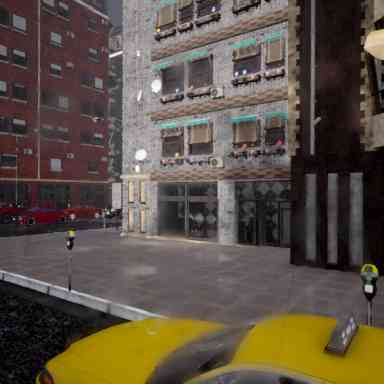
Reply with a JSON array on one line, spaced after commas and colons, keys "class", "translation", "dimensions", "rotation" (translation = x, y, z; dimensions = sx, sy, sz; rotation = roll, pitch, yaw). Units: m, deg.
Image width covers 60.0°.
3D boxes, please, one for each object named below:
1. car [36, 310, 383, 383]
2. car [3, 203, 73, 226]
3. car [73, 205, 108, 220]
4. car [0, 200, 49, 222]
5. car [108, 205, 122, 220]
[{"class": "car", "translation": [0.771, 1.525, 2.326], "dimensions": [4.829, 1.417, 1.752], "rotation": [0, 0, 36]}, {"class": "car", "translation": [-11.964, 1.851, 26.152], "dimensions": [1.994, 1.385, 4.181], "rotation": [0, -1, 35]}, {"class": "car", "translation": [-10.813, 1.923, 32.266], "dimensions": [1.887, 1.381, 4.507], "rotation": [-1, -2, 35]}, {"class": "car", "translation": [-14.111, 1.591, 27.628], "dimensions": [2.192, 1.841, 5.009], "rotation": [-1, -2, 35]}, {"class": "car", "translation": [-6.407, 1.682, 33.972], "dimensions": [2.150, 2.045, 5.566], "rotation": [0, -1, 35]}]
